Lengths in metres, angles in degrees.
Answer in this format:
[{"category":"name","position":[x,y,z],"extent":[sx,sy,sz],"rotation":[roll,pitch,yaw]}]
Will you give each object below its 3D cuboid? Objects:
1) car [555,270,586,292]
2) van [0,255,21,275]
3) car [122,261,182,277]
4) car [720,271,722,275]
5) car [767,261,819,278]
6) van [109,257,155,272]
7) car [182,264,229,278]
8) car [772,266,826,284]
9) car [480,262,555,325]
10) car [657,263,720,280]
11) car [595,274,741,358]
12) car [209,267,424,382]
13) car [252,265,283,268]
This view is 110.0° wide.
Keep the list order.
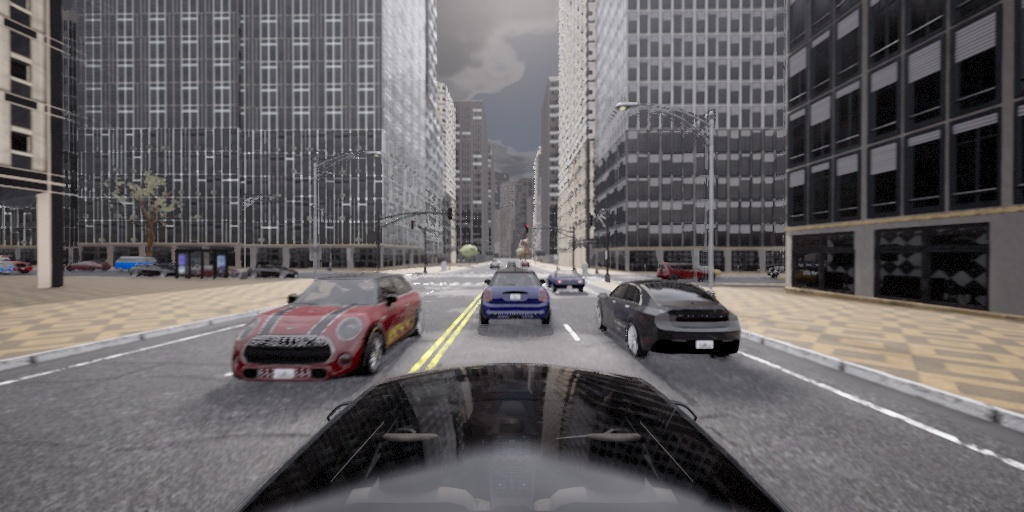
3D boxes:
[{"category":"car","position":[3.341,1.552,22.972],"extent":[1.895,1.301,4.718],"rotation":[0,-1,0]},{"category":"van","position":[-51.156,1.015,34.877],"extent":[3.998,1.789,1.690],"rotation":[0,0,1]},{"category":"car","position":[-34.112,1.394,34.485],"extent":[4.313,1.339,1.948],"rotation":[0,0,1]},{"category":"car","position":[21.785,1.795,41.959],"extent":[4.829,1.417,1.751],"rotation":[0,0,1]},{"category":"car","position":[31.161,1.586,39.198],"extent":[5.566,2.045,2.150],"rotation":[0,0,1]},{"category":"van","position":[-45.307,1.016,43.142],"extent":[3.998,1.789,1.690],"rotation":[0,0,1]},{"category":"car","position":[-28.431,1.461,34.314],"extent":[4.207,1.307,1.802],"rotation":[0,0,1]},{"category":"car","position":[27.627,1.895,33.479],"extent":[4.829,1.417,1.751],"rotation":[0,0,1]},{"category":"car","position":[0.095,1.205,12.384],"extent":[2.097,1.767,4.553],"rotation":[0,0,0]},{"category":"car","position":[16.178,1.587,33.671],"extent":[5.009,1.841,2.192],"rotation":[0,0,1]},{"category":"car","position":[3.345,1.321,8.646],"extent":[1.837,1.490,4.892],"rotation":[0,-1,0]},{"category":"car","position":[-3.348,1.157,7.520],"extent":[2.097,1.767,4.553],"rotation":[0,0,0]},{"category":"car","position":[-22.747,1.496,34.183],"extent":[4.313,1.339,1.948],"rotation":[0,0,1]}]
